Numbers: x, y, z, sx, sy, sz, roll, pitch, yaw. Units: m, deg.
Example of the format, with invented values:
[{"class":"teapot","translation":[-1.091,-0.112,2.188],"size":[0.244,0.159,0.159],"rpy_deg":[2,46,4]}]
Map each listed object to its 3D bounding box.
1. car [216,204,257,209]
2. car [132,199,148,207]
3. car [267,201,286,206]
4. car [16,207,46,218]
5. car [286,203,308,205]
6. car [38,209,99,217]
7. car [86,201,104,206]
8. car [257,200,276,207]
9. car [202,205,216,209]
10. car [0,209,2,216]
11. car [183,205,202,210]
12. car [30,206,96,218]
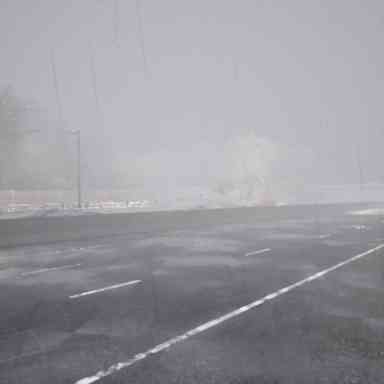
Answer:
[{"class":"car","translation":[5.476,2.345,40.482],"size":[1.837,1.490,4.892],"rpy_deg":[-2,-2,42]},{"class":"car","translation":[-10.436,2.164,66.059],"size":[1.994,1.385,4.181],"rpy_deg":[-2,0,21]},{"class":"car","translation":[15.290,2.692,56.526],"size":[1.895,1.301,4.718],"rpy_deg":[-2,-2,43]},{"class":"car","translation":[-13.238,2.182,30.073],"size":[1.837,1.490,4.892],"rpy_deg":[6,3,42]},{"class":"car","translation":[17.753,2.502,54.046],"size":[1.837,1.490,4.892],"rpy_deg":[-2,-2,43]},{"class":"car","translation":[-8.329,2.218,25.192],"size":[2.033,1.411,5.357],"rpy_deg":[-2,-2,42]},{"class":"car","translation":[-15.698,2.206,51.595],"size":[1.882,1.535,5.008],"rpy_deg":[-2,-1,19]},{"class":"car","translation":[13.206,2.411,59.429],"size":[2.150,2.045,5.566],"rpy_deg":[-2,-2,42]},{"class":"car","translation":[3.829,2.468,43.869],"size":[1.812,1.442,4.674],"rpy_deg":[-2,-2,42]},{"class":"car","translation":[-21.929,2.093,33.879],"size":[1.837,1.490,4.892],"rpy_deg":[-1,-1,22]},{"class":"car","translation":[0.637,2.535,45.556],"size":[1.837,1.490,4.892],"rpy_deg":[-2,-2,42]},{"class":"car","translation":[-10.505,2.260,28.003],"size":[2.128,1.511,4.902],"rpy_deg":[-2,-2,42]}]
